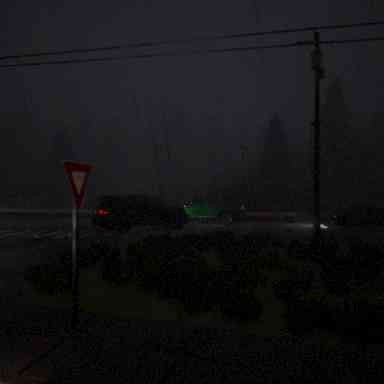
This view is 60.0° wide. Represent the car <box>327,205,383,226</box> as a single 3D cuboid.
[{"bbox_3d":[10.942,1.562,21.423,4.181,1.385,1.994,0,0,11],"label":"car"}]

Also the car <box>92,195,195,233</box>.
[{"bbox_3d":[-2.901,1.194,19.337,5.566,2.045,2.150,0,-1,-31],"label":"car"}]

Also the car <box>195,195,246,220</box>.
[{"bbox_3d":[0.983,1.198,23.360,5.566,2.045,2.150,0,0,11],"label":"car"}]
